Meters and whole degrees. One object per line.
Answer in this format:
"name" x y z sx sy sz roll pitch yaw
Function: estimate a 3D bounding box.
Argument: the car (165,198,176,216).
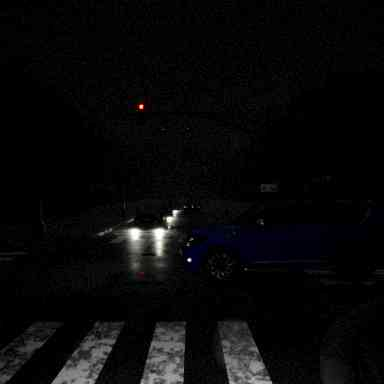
"car" -2.905 1.498 33.408 1.882 1.535 5.008 0 0 0

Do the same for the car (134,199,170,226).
"car" -2.893 1.492 23.939 1.882 1.535 5.008 0 0 0

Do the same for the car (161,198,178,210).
"car" -2.906 1.533 43.491 1.837 1.490 4.892 0 0 0

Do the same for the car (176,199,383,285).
"car" 2.450 1.218 9.105 5.566 2.045 2.150 0 0 0

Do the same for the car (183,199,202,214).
"car" 0.041 1.570 36.919 2.033 1.411 5.357 0 0 0
